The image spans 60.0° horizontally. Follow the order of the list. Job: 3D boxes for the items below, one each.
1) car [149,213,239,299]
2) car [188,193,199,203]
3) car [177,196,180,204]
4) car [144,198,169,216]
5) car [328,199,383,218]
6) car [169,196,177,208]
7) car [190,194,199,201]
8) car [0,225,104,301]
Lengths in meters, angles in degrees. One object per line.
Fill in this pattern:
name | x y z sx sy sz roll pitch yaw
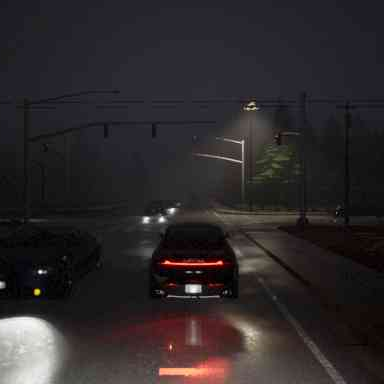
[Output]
car | 0.049 1.501 8.461 1.837 1.490 4.892 0 0 1
car | 0.306 1.224 70.494 2.150 2.045 5.566 0 0 2
car | -3.424 1.478 65.604 1.882 1.535 5.008 0 0 1
car | -3.597 1.516 33.098 1.837 1.490 4.892 0 0 0
car | 14.590 1.379 29.596 4.553 1.767 2.097 0 0 1
car | -3.588 1.601 48.601 1.895 1.301 4.718 0 0 0
car | 0.580 1.355 80.886 2.097 1.767 4.553 0 0 2
car | -3.591 1.541 8.176 1.994 1.385 4.181 1 0 0
